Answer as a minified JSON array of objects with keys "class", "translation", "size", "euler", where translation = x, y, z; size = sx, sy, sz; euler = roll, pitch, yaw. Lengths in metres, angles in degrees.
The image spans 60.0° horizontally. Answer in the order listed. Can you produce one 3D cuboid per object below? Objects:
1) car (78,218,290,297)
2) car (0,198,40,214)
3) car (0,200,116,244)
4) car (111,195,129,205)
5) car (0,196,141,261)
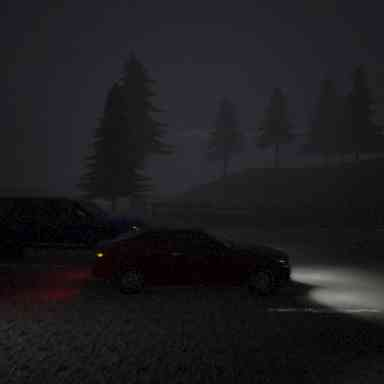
[{"class":"car","translation":[-0.049,1.516,8.017],"size":[4.674,1.442,1.812],"euler":[1,0,0]},{"class":"car","translation":[-17.542,1.324,32.280],"size":[1.812,1.442,4.674],"euler":[1,0,39]},{"class":"car","translation":[-5.971,1.278,15.027],"size":[4.553,1.767,2.097],"euler":[1,0,0]},{"class":"car","translation":[-12.406,1.324,56.749],"size":[2.128,1.511,4.902],"euler":[1,0,-22]},{"class":"car","translation":[-4.289,1.169,11.524],"size":[5.566,2.045,2.150],"euler":[0,0,0]}]
